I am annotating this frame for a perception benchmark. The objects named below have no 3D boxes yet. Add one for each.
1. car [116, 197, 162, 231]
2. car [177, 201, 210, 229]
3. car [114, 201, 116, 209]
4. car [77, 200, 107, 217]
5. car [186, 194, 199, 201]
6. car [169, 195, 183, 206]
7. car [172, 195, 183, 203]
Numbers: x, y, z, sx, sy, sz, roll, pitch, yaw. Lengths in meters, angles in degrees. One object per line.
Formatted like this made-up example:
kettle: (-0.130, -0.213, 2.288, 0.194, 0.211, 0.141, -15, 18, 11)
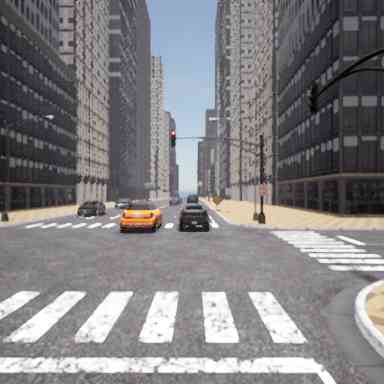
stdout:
car: (-3.113, 1.402, 21.187, 2.097, 1.767, 4.553, 0, 0, 0)
car: (0.138, 1.557, 21.980, 1.837, 1.490, 4.892, 0, 0, 0)
car: (-9.748, 1.635, 47.542, 2.128, 1.511, 4.902, 0, 0, 0)
car: (-9.788, 1.593, 32.735, 1.837, 1.490, 4.892, 0, 0, 0)
car: (0.113, 1.434, 60.882, 2.150, 2.045, 5.566, 0, 0, 0)
car: (-3.138, 1.702, 60.440, 2.128, 1.511, 4.902, 0, 0, 0)
car: (-3.118, 1.455, 70.829, 2.097, 1.767, 4.553, 0, 0, 0)
